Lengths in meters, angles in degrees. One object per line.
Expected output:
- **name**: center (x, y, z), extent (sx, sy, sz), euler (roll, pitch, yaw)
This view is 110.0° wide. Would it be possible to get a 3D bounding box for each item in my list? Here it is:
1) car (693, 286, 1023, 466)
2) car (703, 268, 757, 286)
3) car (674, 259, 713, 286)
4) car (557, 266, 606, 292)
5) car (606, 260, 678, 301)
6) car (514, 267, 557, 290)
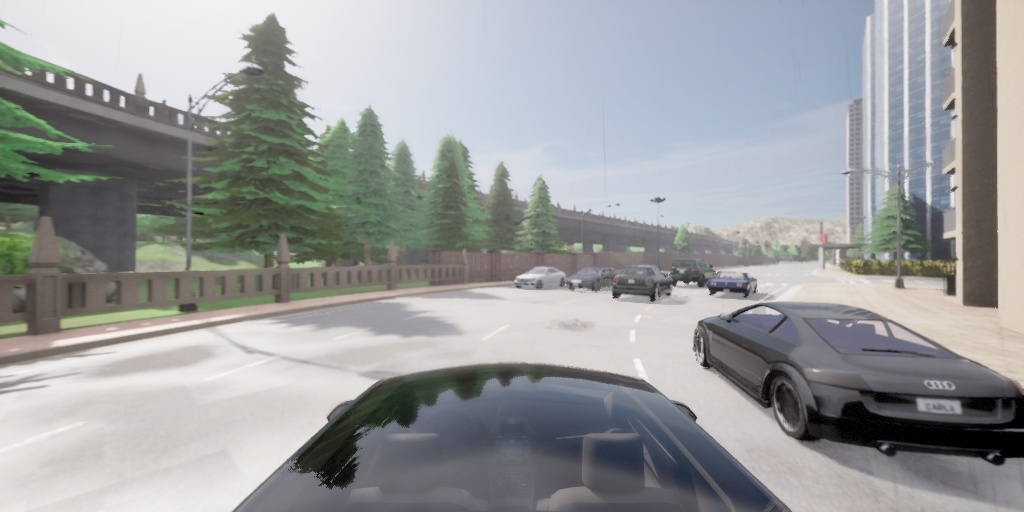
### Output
- **car**: center (4.242, 1.358, 5.254), extent (1.994, 1.385, 4.181), euler (0, 0, 10)
- **car**: center (12.644, 1.543, 20.439), extent (1.895, 1.301, 4.718), euler (0, -1, 40)
- **car**: center (13.473, 1.214, 26.758), extent (2.150, 2.045, 5.566), euler (0, -1, 41)
- **car**: center (5.251, 1.421, 22.853), extent (2.128, 1.511, 4.902), euler (0, -1, 39)
- **car**: center (6.917, 1.259, 18.756), extent (2.097, 1.767, 4.553), euler (0, 0, 36)
- **car**: center (2.047, 1.455, 24.431), extent (1.812, 1.442, 4.674), euler (0, -1, 38)
